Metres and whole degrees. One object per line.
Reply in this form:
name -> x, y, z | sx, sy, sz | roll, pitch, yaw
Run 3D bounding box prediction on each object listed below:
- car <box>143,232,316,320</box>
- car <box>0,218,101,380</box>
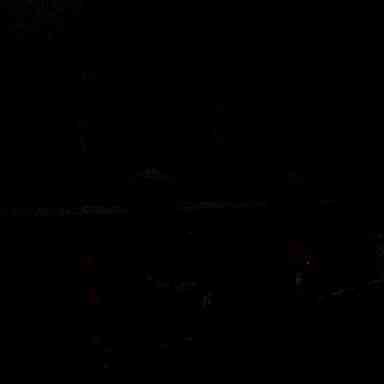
car -> 1.000, 1.582, 7.261 | 4.206, 1.307, 1.802 | 0, 0, -35
car -> -3.631, 1.315, 3.968 | 5.009, 1.841, 2.192 | 0, 0, -35
